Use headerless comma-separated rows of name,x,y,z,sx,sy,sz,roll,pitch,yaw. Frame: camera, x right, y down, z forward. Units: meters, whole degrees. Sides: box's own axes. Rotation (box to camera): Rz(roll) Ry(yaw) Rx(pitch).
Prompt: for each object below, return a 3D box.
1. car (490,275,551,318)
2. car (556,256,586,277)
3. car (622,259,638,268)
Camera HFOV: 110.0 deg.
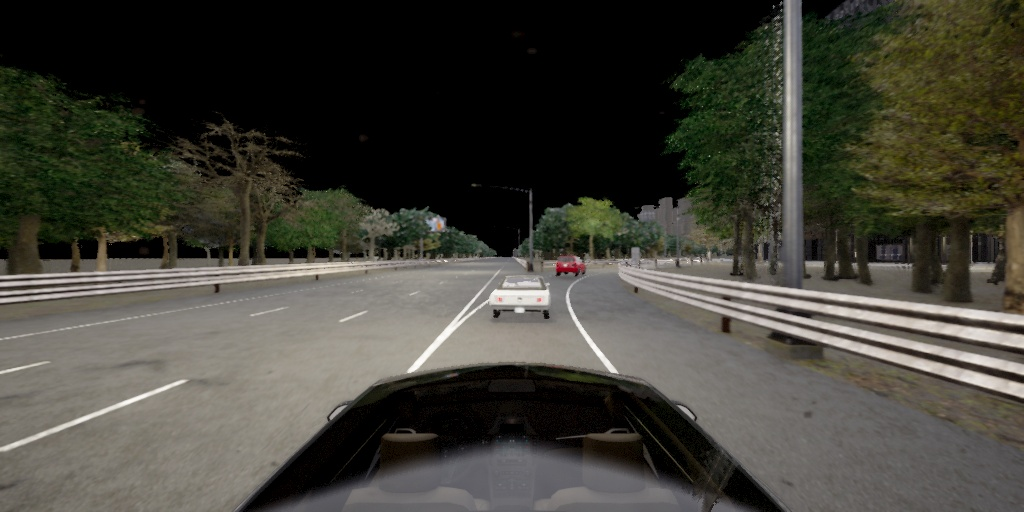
car,0.445,1.353,13.098,1.895,1.301,4.718,0,0,5
car,5.990,1.003,36.159,2.150,2.045,5.566,0,0,22
car,19.161,1.253,58.600,1.812,1.442,4.674,0,0,39
